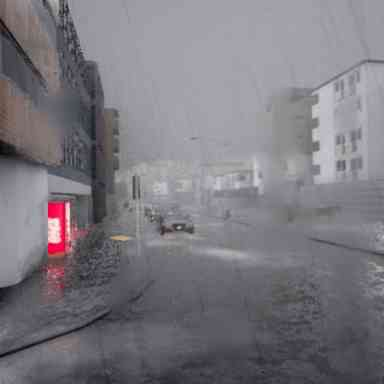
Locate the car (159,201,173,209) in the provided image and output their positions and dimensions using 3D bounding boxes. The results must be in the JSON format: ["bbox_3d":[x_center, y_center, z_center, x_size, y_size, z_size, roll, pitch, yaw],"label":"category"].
[{"bbox_3d":[-4.933,2.460,63.349,2.033,1.411,5.357,-1,-1,-11],"label":"car"}]

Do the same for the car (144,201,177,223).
[{"bbox_3d":[-2.954,1.807,30.530,2.097,1.767,4.553,-1,-1,-11],"label":"car"}]

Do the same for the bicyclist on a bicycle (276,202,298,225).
[{"bbox_3d":[6.839,1.542,23.979,1.656,1.620,0.582,-1,-1,-11],"label":"bicyclist on a bicycle"}]

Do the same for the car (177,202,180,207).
[{"bbox_3d":[-3.011,2.253,53.267,1.837,1.490,4.892,-1,-1,-11],"label":"car"}]

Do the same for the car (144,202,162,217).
[{"bbox_3d":[-4.791,2.091,40.264,1.882,1.535,5.008,-1,-1,-11],"label":"car"}]

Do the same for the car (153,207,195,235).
[{"bbox_3d":[-1.096,1.859,20.780,1.994,1.385,4.181,-1,-1,-11],"label":"car"}]
